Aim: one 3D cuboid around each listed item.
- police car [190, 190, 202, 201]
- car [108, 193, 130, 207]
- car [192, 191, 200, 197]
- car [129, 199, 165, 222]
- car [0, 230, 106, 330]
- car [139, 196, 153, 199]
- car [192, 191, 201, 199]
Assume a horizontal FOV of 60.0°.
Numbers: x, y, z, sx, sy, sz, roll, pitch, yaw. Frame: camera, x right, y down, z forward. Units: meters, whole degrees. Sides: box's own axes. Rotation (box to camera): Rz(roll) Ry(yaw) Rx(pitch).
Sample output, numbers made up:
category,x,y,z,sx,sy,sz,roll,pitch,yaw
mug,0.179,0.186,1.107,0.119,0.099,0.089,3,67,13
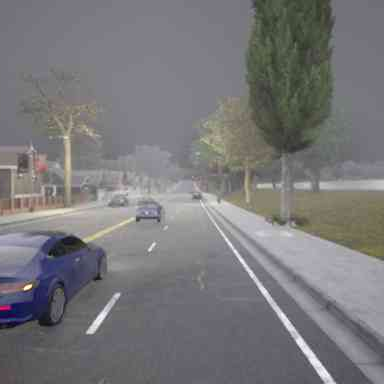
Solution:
category,x,y,z,sx,sy,sz,roll,pitch,yaw
police car,0.969,0.763,64.344,1.930,1.638,5.238,0,1,0
car,-9.835,1.108,44.941,2.097,1.767,4.553,0,1,0
car,0.967,0.466,80.233,1.837,1.490,4.892,0,1,0
car,-3.153,1.506,25.699,2.033,1.411,5.357,0,0,0
car,-3.150,1.520,6.879,1.812,1.442,4.674,0,0,0
car,-6.575,1.274,47.661,1.994,1.385,4.181,0,1,0
car,0.967,0.601,74.234,1.837,1.490,4.892,0,1,0
